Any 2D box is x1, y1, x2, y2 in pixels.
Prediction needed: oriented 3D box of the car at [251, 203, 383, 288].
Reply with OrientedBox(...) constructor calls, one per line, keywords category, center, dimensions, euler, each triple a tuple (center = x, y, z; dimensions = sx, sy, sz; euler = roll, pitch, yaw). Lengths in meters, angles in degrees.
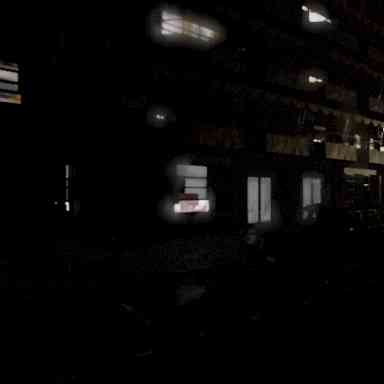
OrientedBox(category="car", center=(3.932, 1.281, 9.357), dimensions=(5.009, 1.841, 2.192), euler=(0, 1, -36))
